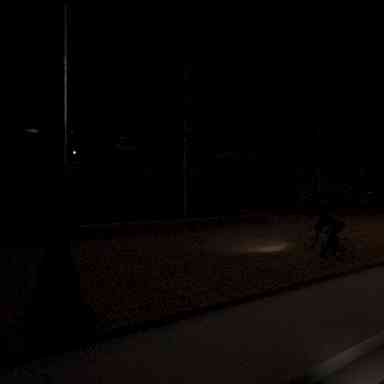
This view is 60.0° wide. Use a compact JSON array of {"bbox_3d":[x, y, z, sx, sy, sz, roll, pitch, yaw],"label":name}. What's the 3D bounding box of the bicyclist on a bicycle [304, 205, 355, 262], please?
[{"bbox_3d":[3.996,1.218,9.823,0.582,1.620,1.656,0,-3,-36],"label":"bicyclist on a bicycle"}]
